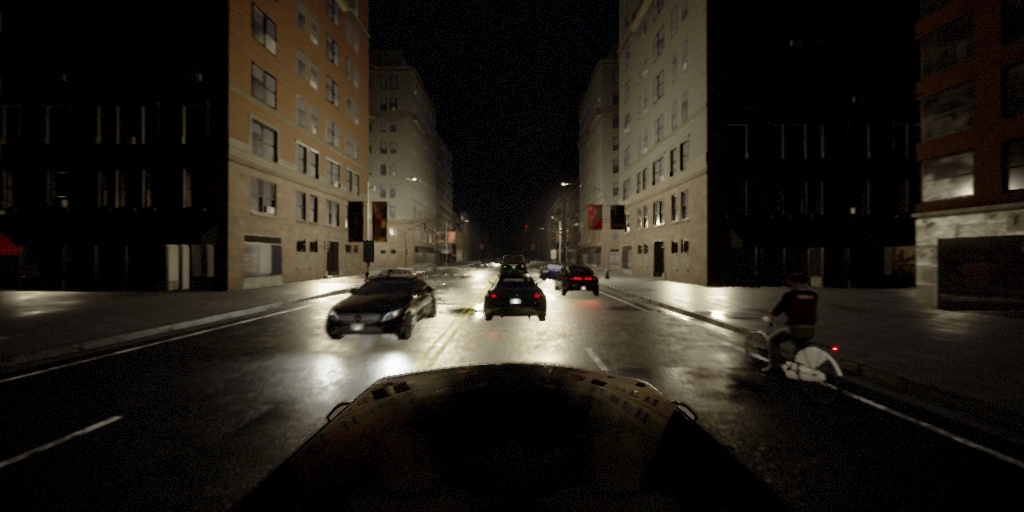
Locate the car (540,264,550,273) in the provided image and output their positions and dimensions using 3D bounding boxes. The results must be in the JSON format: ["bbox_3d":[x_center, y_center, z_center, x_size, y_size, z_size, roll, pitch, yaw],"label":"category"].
[{"bbox_3d":[3.276,1.313,29.202,1.994,1.385,4.181,0,0,0],"label":"car"}]

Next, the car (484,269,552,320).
[{"bbox_3d":[0.108,1.312,12.584,1.994,1.385,4.181,0,0,0],"label":"car"}]

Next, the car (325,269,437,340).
[{"bbox_3d":[-3.343,1.274,10.081,1.812,1.442,4.674,0,0,0],"label":"car"}]

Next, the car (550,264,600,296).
[{"bbox_3d":[3.362,1.253,19.248,1.837,1.490,4.892,0,0,0],"label":"car"}]

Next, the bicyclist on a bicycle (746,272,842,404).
[{"bbox_3d":[4.145,1.120,5.450,0.659,1.776,1.843,0,0,0],"label":"bicyclist on a bicycle"}]

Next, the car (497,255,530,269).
[{"bbox_3d":[0.126,0.963,29.069,2.150,2.045,5.566,0,-1,0],"label":"car"}]

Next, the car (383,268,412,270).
[{"bbox_3d":[-6.575,1.349,20.338,1.895,1.301,4.718,0,0,0],"label":"car"}]
